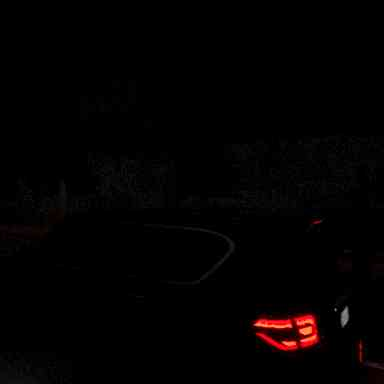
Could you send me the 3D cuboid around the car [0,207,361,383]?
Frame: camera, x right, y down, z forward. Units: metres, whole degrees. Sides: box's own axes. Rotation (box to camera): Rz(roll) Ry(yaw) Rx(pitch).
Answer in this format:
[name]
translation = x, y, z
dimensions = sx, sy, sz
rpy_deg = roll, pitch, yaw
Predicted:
[car]
translation = -0.795, 1.229, 4.571
dimensions = 5.566, 2.045, 2.150
rpy_deg = -1, 0, 36
